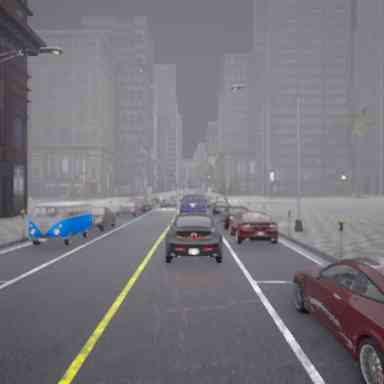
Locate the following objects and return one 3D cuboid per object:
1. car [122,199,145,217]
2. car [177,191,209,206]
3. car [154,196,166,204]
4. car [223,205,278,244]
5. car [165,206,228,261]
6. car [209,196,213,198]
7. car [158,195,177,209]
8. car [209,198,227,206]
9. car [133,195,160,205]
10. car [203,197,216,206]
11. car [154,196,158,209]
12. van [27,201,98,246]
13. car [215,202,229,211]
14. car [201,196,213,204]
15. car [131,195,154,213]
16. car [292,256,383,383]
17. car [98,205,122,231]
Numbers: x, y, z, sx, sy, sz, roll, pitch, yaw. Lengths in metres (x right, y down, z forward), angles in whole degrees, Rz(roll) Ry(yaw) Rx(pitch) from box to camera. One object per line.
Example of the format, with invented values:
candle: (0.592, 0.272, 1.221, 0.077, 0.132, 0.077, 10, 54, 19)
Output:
car: (-5.770, 1.552, 30.829, 1.802, 1.307, 4.206, 0, 0, 0)
car: (0.080, 1.193, 29.032, 2.150, 2.045, 5.566, 0, 0, 0)
car: (-5.776, 1.470, 60.760, 1.802, 1.307, 4.206, 0, 0, 0)
car: (2.759, 1.530, 15.591, 1.887, 1.381, 4.507, 0, 0, 0)
car: (0.071, 1.494, 12.171, 1.837, 1.490, 4.892, 0, 0, 0)
car: (2.753, 1.531, 42.590, 1.802, 1.307, 4.206, 0, 0, 0)
car: (-3.099, 1.507, 44.967, 1.994, 1.385, 4.181, 0, 0, 0)
car: (2.755, 1.535, 31.790, 1.947, 1.339, 4.313, 0, 0, 0)
car: (-7.512, 1.299, 54.834, 4.403, 1.369, 2.008, -1, 1, -9)
car: (2.751, 1.483, 53.391, 1.947, 1.339, 4.313, 0, 0, 0)
car: (-5.772, 1.392, 41.431, 1.967, 1.590, 4.097, 0, 0, 0)
van: (-5.765, 1.327, 14.926, 1.690, 1.788, 3.998, 0, 0, 0)
car: (2.758, 1.546, 20.991, 1.947, 1.339, 4.313, 0, 0, 0)
car: (2.749, 1.454, 60.757, 1.947, 1.339, 4.313, 0, 0, 0)
car: (-5.771, 1.278, 36.129, 2.192, 1.841, 5.009, 0, 0, 0)
car: (2.763, 1.577, 4.793, 1.802, 1.307, 4.206, 0, 0, 0)
car: (-5.767, 1.563, 20.227, 1.802, 1.307, 4.206, 0, 0, 0)
